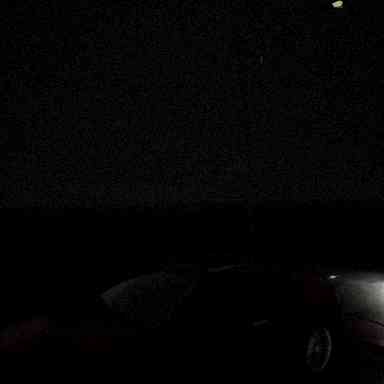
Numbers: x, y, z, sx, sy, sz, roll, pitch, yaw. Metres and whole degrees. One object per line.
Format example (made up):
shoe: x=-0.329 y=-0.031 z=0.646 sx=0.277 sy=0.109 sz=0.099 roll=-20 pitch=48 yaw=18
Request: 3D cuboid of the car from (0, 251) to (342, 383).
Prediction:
car: x=-0.017 y=1.536 z=4.001 sx=4.674 sy=1.442 sz=1.812 roll=0 pitch=0 yaw=-37
